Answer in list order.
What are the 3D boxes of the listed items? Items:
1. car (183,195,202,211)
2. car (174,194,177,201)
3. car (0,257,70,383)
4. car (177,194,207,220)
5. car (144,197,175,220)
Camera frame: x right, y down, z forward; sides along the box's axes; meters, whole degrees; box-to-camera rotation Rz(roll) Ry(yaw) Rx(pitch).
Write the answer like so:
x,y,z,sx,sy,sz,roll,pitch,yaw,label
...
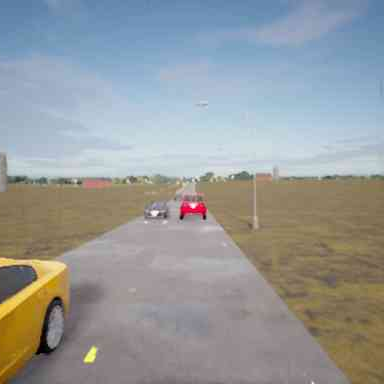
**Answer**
x,y,z,sx,sy,sz,roll,pitch,yaw,label
0.067,1.249,40.742,2.097,1.767,4.553,0,0,0,car
-2.776,1.129,68.395,1.837,1.490,4.892,0,1,0,car
-2.850,1.478,3.243,1.882,1.535,5.008,0,0,0,car
0.094,1.178,28.099,2.150,2.045,5.566,0,0,0,car
-2.860,1.448,27.894,2.128,1.511,4.902,0,0,0,car
